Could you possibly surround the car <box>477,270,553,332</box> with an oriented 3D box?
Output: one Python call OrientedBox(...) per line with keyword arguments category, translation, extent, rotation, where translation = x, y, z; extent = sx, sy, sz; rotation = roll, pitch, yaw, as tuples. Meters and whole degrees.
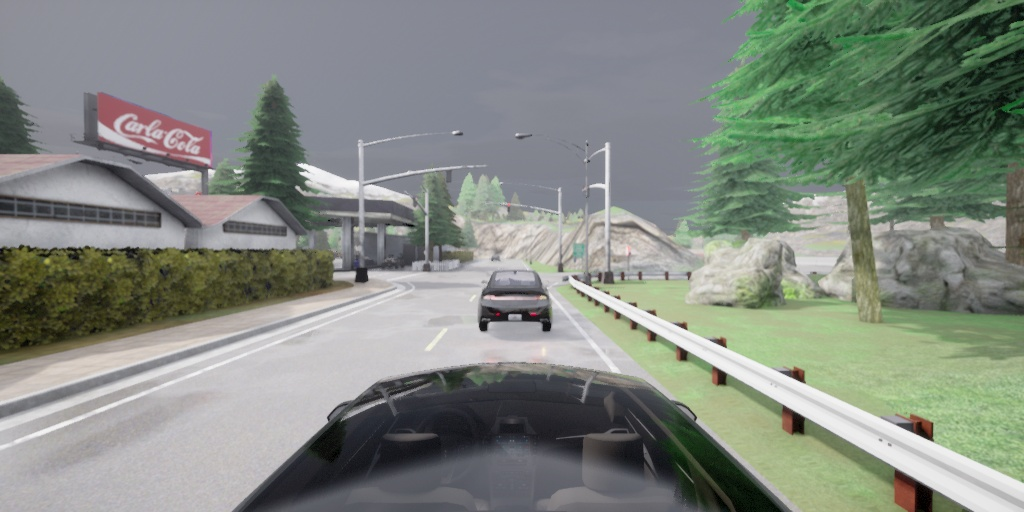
OrientedBox(category="car", translation=(0.093, 1.138, 10.482), extent=(2.128, 1.511, 4.902), rotation=(0, 1, 1))
